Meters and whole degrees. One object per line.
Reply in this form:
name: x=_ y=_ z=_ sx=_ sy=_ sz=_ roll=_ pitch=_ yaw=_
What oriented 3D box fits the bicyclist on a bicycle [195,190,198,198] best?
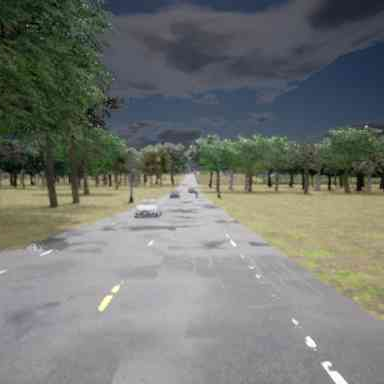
bicyclist on a bicycle: x=0.961 y=0.471 z=69.575 sx=0.582 sy=1.620 sz=1.656 roll=0 pitch=1 yaw=0

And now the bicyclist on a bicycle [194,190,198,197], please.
bicyclist on a bicycle: x=0.958 y=0.237 z=78.569 sx=0.866 sy=1.612 sz=1.509 roll=0 pitch=1 yaw=0

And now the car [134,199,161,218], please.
car: x=-3.606 y=1.323 z=27.803 sx=1.812 sy=1.442 sz=4.674 roll=0 pitch=1 yaw=0

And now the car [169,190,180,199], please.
car: x=-3.501 y=0.390 z=68.215 sx=2.097 sy=1.767 sz=4.553 roll=0 pitch=1 yaw=0
